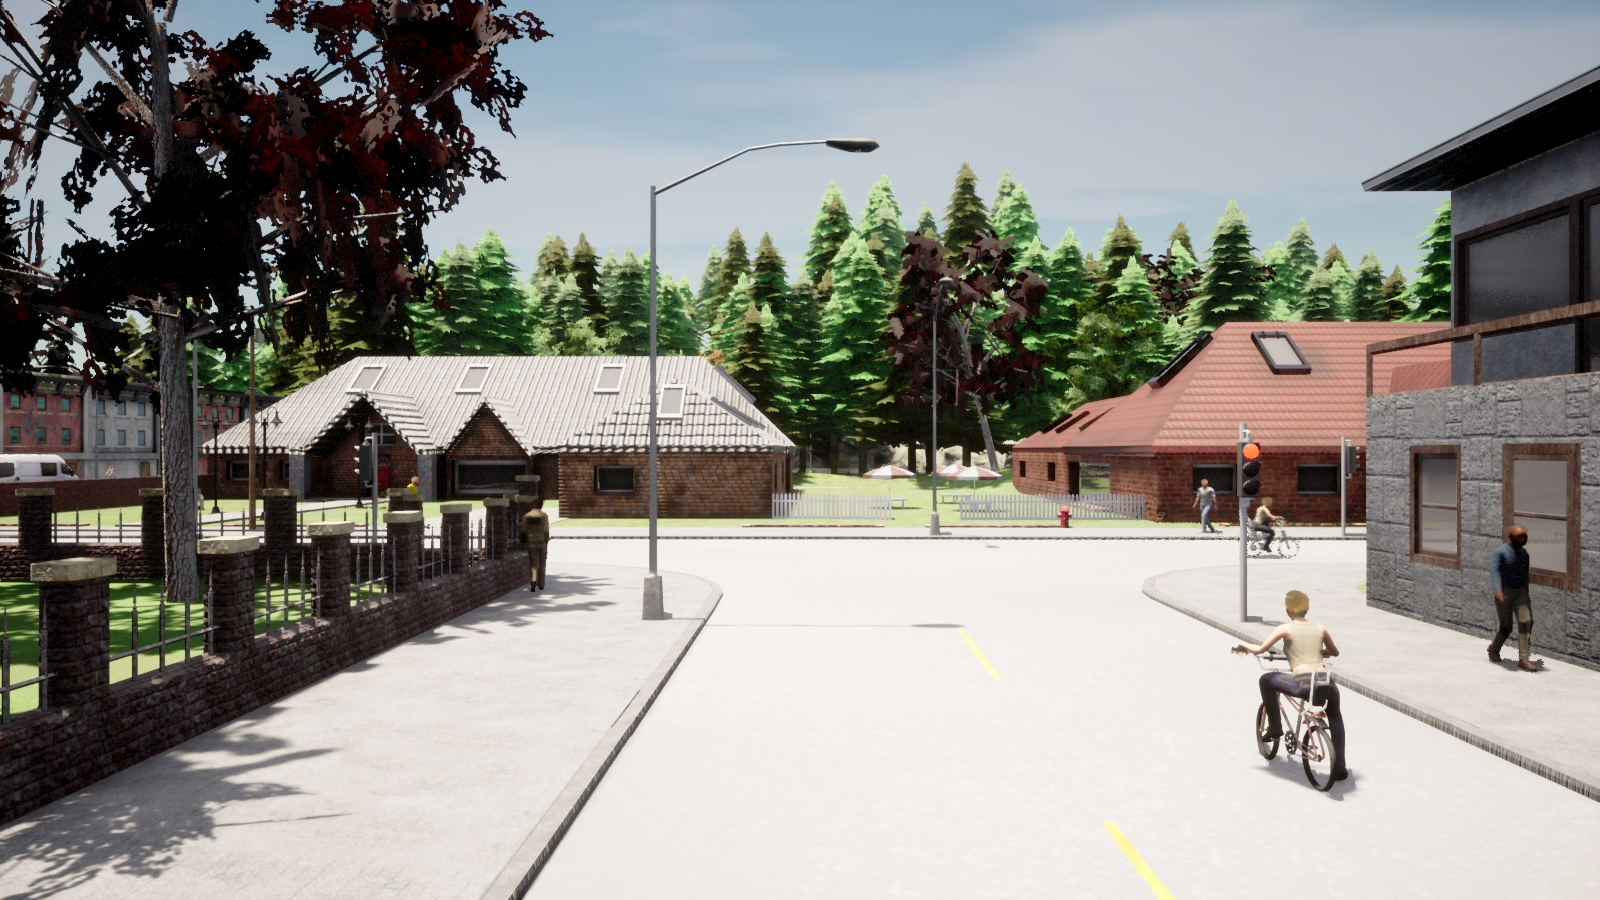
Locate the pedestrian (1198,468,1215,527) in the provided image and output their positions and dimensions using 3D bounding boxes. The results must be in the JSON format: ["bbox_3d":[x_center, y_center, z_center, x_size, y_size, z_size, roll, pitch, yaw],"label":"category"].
[{"bbox_3d":[13.123,1.524,36.860,0.375,1.860,0.375,0,0,-39],"label":"pedestrian"}]

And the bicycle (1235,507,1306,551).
[{"bbox_3d":[12.154,2.036,29.551,1.487,1.080,0.859,0,0,1],"label":"bicycle"}]

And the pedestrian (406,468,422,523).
[{"bbox_3d":[-12.955,1.524,38.360,0.375,1.860,0.375,0,0,2],"label":"pedestrian"}]

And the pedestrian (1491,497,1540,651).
[{"bbox_3d":[8.834,1.516,14.111,0.375,1.860,0.375,0,0,1],"label":"pedestrian"}]

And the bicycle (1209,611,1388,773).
[{"bbox_3d":[4.247,2.036,9.857,0.859,1.080,1.487,0,0,-2],"label":"bicycle"}]

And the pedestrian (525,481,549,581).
[{"bbox_3d":[-4.956,1.523,21.542,0.375,1.860,0.375,0,0,-2],"label":"pedestrian"}]
